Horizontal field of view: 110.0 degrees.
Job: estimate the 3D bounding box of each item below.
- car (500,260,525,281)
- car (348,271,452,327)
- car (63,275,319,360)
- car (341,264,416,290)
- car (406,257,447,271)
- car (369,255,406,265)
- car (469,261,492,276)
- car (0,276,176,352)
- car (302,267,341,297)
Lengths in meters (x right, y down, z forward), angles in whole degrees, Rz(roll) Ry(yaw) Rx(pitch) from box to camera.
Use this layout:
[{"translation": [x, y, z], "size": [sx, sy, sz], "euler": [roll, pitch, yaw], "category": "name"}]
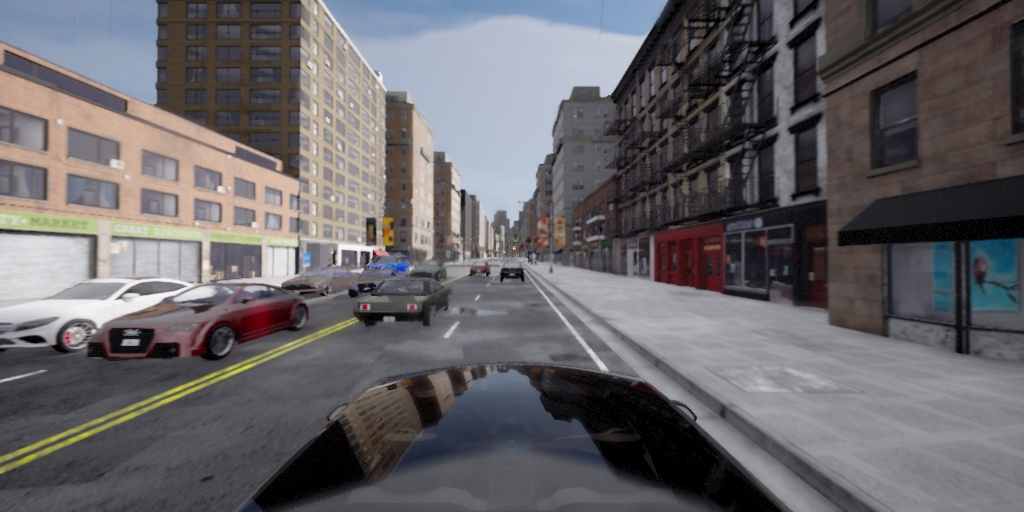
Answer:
[{"translation": [0.026, 1.193, 29.100], "size": [1.882, 1.535, 5.008], "euler": [0, 0, 0], "category": "car"}, {"translation": [-3.146, 1.340, 11.438], "size": [1.895, 1.301, 4.718], "euler": [0, 0, 0], "category": "car"}, {"translation": [-6.584, 1.308, 8.183], "size": [1.994, 1.385, 4.181], "euler": [0, 0, 0], "category": "car"}, {"translation": [-6.573, 1.295, 18.175], "size": [1.994, 1.385, 4.181], "euler": [0, 0, 0], "category": "car"}, {"translation": [-6.487, 1.068, 28.375], "size": [2.097, 1.767, 4.553], "euler": [0, 0, 0], "category": "car"}, {"translation": [-9.737, 0.927, 28.375], "size": [2.150, 2.045, 5.566], "euler": [0, 0, 0], "category": "car"}, {"translation": [-3.131, 1.231, 35.969], "size": [1.812, 1.442, 4.674], "euler": [0, 0, 0], "category": "car"}, {"translation": [-9.838, 1.269, 8.972], "size": [1.812, 1.442, 4.674], "euler": [0, 0, 0], "category": "car"}, {"translation": [-9.832, 1.278, 19.064], "size": [2.033, 1.411, 5.357], "euler": [0, 0, 0], "category": "car"}]
